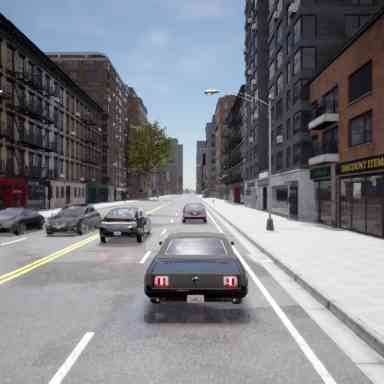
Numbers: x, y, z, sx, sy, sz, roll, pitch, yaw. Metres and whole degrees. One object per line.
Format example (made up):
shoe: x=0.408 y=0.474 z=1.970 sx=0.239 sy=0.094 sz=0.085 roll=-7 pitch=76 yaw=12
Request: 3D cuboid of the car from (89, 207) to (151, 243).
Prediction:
car: x=-3.110 y=1.497 z=16.151 sx=2.128 sy=1.511 sz=4.902 roll=0 pitch=0 yaw=-1

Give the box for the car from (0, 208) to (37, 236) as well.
car: x=-9.811 y=1.571 z=18.413 sx=1.994 sy=1.385 sz=4.181 roll=0 pitch=0 yaw=0

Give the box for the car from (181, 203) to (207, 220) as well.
car: x=0.164 y=1.560 z=25.863 sx=2.033 sy=1.411 sz=5.357 roll=0 pitch=0 yaw=-1

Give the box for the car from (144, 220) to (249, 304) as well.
car: x=0.111 y=1.602 z=8.101 sx=1.895 sy=1.301 sz=4.718 roll=0 pitch=0 yaw=1

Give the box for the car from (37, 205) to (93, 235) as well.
car: x=-6.562 y=1.512 z=18.786 sx=1.837 sy=1.490 sz=4.892 roll=0 pitch=0 yaw=0
